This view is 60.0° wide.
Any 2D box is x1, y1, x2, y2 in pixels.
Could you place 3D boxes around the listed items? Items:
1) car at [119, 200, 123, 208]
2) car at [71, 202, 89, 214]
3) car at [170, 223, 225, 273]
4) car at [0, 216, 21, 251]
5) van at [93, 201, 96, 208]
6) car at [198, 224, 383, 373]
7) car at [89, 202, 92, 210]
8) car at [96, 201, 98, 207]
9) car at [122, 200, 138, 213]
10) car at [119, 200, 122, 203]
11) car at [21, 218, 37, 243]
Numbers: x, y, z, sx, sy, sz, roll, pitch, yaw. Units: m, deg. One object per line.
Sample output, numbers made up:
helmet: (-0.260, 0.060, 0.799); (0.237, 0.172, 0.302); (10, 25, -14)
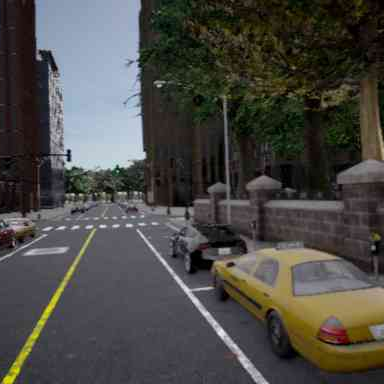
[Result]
car: (-13.393, 2.866, 68.624); (2.008, 1.369, 4.403); (-2, -1, -14)
car: (-19.151, 2.673, 56.062); (2.192, 1.841, 5.009); (-2, -1, -14)
car: (0.406, 1.687, 11.072); (1.947, 1.339, 4.313); (-2, -1, -14)
car: (-9.155, 1.934, 14.386); (1.967, 1.590, 4.097); (-2, -1, -14)
van: (-25.488, 3.255, 82.495); (1.690, 1.788, 3.998); (-2, -1, -14)
car: (1.637, 1.541, 5.933); (1.752, 1.417, 4.829); (-2, -1, -14)
car: (-21.677, 3.161, 66.632); (1.802, 1.307, 4.206); (-2, -1, -14)
car: (-26.747, 3.576, 87.779); (2.008, 1.369, 4.403); (-2, -1, -14)
car: (-9.594, 2.423, 52.766); (1.967, 1.590, 4.097); (-2, -1, -14)
car: (-14.660, 2.971, 73.911); (1.887, 1.381, 4.507); (-2, -1, -14)
car: (-10.385, 2.125, 19.525); (1.752, 1.417, 4.829); (-2, -1, -14)
